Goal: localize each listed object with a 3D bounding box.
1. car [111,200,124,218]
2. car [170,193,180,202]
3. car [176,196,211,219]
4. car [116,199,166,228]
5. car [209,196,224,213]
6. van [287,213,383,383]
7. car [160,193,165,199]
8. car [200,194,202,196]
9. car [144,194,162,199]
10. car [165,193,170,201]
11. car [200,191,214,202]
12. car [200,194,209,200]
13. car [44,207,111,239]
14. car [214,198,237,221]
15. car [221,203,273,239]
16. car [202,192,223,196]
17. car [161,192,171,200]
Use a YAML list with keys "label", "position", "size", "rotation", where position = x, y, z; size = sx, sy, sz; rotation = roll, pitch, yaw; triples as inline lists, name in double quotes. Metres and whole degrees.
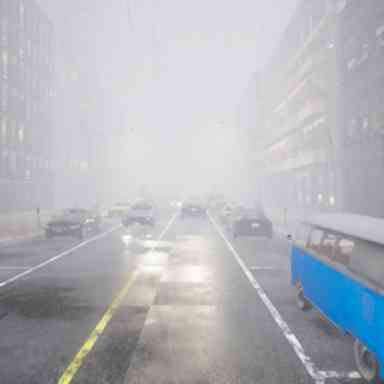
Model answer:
- label: "car"
  position: [-5.659, 1.323, 27.498]
  size: [1.752, 1.417, 4.829]
  rotation: [1, 0, 0]
- label: "car"
  position: [-2.984, 1.030, 62.282]
  size: [2.128, 1.511, 4.902]
  rotation: [0, 0, 1]
- label: "car"
  position: [0.120, 1.308, 26.496]
  size: [2.163, 1.488, 4.792]
  rotation: [0, 0, 0]
- label: "car"
  position: [-3.085, 1.391, 21.249]
  size: [2.033, 1.411, 5.357]
  rotation: [0, 0, 0]
- label: "car"
  position: [2.692, 1.336, 33.281]
  size: [1.802, 1.307, 4.206]
  rotation: [1, 0, 0]
- label: "van"
  position: [2.708, 1.305, 4.999]
  size: [1.690, 1.788, 3.998]
  rotation: [1, 0, 0]
- label: "car"
  position: [-5.643, 1.178, 50.293]
  size: [2.008, 1.369, 4.403]
  rotation: [1, 0, 0]
- label: "car"
  position: [0.131, 1.242, 41.345]
  size: [2.033, 1.411, 5.357]
  rotation: [0, 0, 0]
- label: "car"
  position: [-5.647, 1.220, 44.636]
  size: [2.008, 1.369, 4.403]
  rotation: [1, 0, 0]
- label: "car"
  position: [-5.633, 0.983, 61.604]
  size: [1.967, 1.590, 4.097]
  rotation: [1, 0, 0]
- label: "car"
  position: [2.716, 0.858, 61.559]
  size: [2.192, 1.841, 5.009]
  rotation: [1, 0, 0]
- label: "car"
  position: [2.720, 1.039, 72.875]
  size: [1.802, 1.307, 4.206]
  rotation: [1, 0, 0]
- label: "car"
  position: [-5.667, 1.431, 16.356]
  size: [2.008, 1.369, 4.403]
  rotation: [1, 0, 0]
- label: "car"
  position: [2.728, 1.363, 22.138]
  size: [1.752, 1.417, 4.829]
  rotation: [1, 0, 0]
- label: "car"
  position: [2.719, 1.447, 16.312]
  size: [1.947, 1.339, 4.313]
  rotation: [1, 0, 0]
- label: "car"
  position: [2.699, 1.027, 38.935]
  size: [2.192, 1.841, 5.009]
  rotation: [1, 0, 0]
- label: "car"
  position: [-5.625, 0.897, 72.917]
  size: [1.967, 1.590, 4.097]
  rotation: [1, 0, 0]
